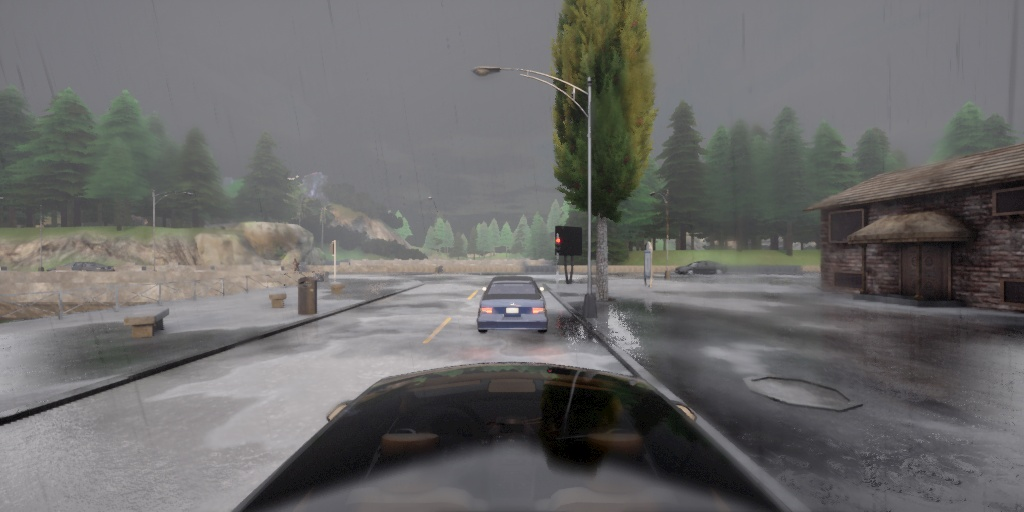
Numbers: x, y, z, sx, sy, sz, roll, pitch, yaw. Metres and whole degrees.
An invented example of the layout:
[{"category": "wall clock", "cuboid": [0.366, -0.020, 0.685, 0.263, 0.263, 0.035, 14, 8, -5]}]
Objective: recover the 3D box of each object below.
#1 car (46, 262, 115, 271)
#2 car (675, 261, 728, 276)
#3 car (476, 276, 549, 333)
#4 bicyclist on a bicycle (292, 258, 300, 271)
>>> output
[{"category": "car", "cuboid": [-43.713, 1.297, 36.388, 5.357, 1.411, 2.033, 0, 0, 0]}, {"category": "car", "cuboid": [19.194, 1.250, 36.463, 4.892, 1.490, 1.837, -1, 0, 0]}, {"category": "car", "cuboid": [0.027, 1.297, 10.743, 2.033, 1.411, 5.357, 0, 0, 0]}, {"category": "bicyclist on a bicycle", "cuboid": [-24.512, 1.099, 40.678, 0.582, 1.620, 1.656, 0, 0, 0]}]
